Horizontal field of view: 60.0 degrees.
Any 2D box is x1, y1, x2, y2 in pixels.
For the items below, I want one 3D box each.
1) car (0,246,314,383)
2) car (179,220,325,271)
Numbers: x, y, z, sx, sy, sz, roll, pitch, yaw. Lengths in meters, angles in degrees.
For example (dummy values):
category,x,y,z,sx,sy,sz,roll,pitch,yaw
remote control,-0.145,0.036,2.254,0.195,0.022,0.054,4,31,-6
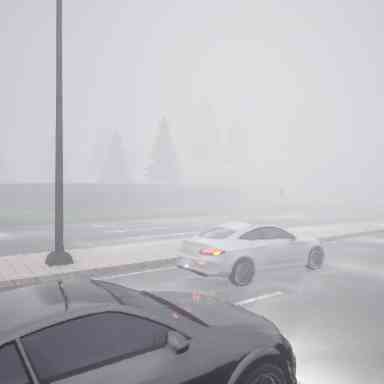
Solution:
category,x,y,z,sx,sy,sz,roll,pitch,yaw
car,-0.947,1.563,3.079,4.181,1.385,1.994,0,0,-35
car,1.747,1.526,9.293,4.674,1.442,1.812,0,0,-35
